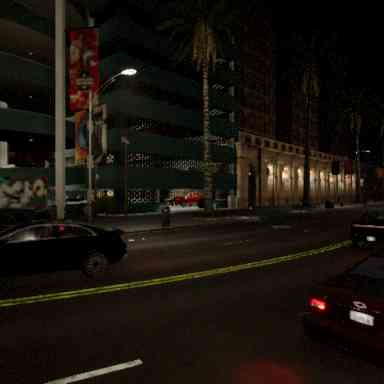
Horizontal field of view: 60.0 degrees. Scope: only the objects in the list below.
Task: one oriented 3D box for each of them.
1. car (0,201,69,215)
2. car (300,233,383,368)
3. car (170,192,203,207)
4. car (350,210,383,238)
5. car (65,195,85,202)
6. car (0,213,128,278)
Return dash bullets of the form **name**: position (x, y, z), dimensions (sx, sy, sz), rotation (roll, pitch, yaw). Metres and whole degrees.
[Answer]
- **car**: position (-6.770, 1.352, 11.447), dimensions (4.553, 1.767, 2.097), rotation (0, 0, -28)
- **car**: position (4.052, 1.547, 5.436), dimensions (5.357, 1.411, 2.033), rotation (0, 0, -36)
- **car**: position (-0.631, 1.028, 46.651), dimensions (2.435, 2.045, 5.566), rotation (0, 0, 41)
- **car**: position (8.264, 1.491, 13.906), dimensions (2.128, 1.511, 4.902), rotation (0, 0, 45)
- **car**: position (-23.680, 1.414, 66.012), dimensions (2.161, 1.482, 4.786), rotation (0, 0, 41)
- **car**: position (-4.184, 1.492, 8.841), dimensions (4.902, 1.511, 2.128), rotation (0, 0, -29)
